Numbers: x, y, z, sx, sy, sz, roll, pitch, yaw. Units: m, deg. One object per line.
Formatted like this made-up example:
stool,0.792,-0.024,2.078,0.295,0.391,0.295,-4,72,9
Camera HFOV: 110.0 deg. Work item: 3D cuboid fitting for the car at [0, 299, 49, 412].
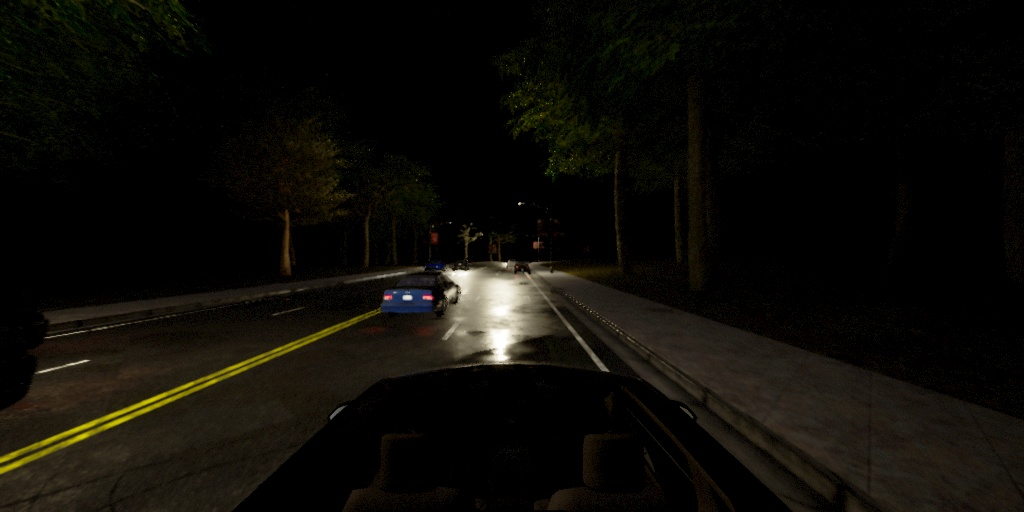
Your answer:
car,-6.600,1.255,2.156,1.837,1.490,4.892,0,0,0

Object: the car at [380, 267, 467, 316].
car,-3.148,1.305,13.317,2.033,1.411,5.357,0,0,0

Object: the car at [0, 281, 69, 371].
car,-9.849,1.257,4.782,1.837,1.490,4.892,0,0,0

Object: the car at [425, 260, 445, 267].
car,-9.825,1.272,46.024,1.882,1.535,5.008,0,0,0

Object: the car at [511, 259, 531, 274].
car,1.144,1.312,40.745,1.812,1.442,4.674,0,0,0

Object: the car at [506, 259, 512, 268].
car,0.010,1.347,60.389,1.812,1.442,4.674,0,0,0

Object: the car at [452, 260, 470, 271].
car,-6.564,1.302,46.344,1.837,1.490,4.892,0,-1,0
